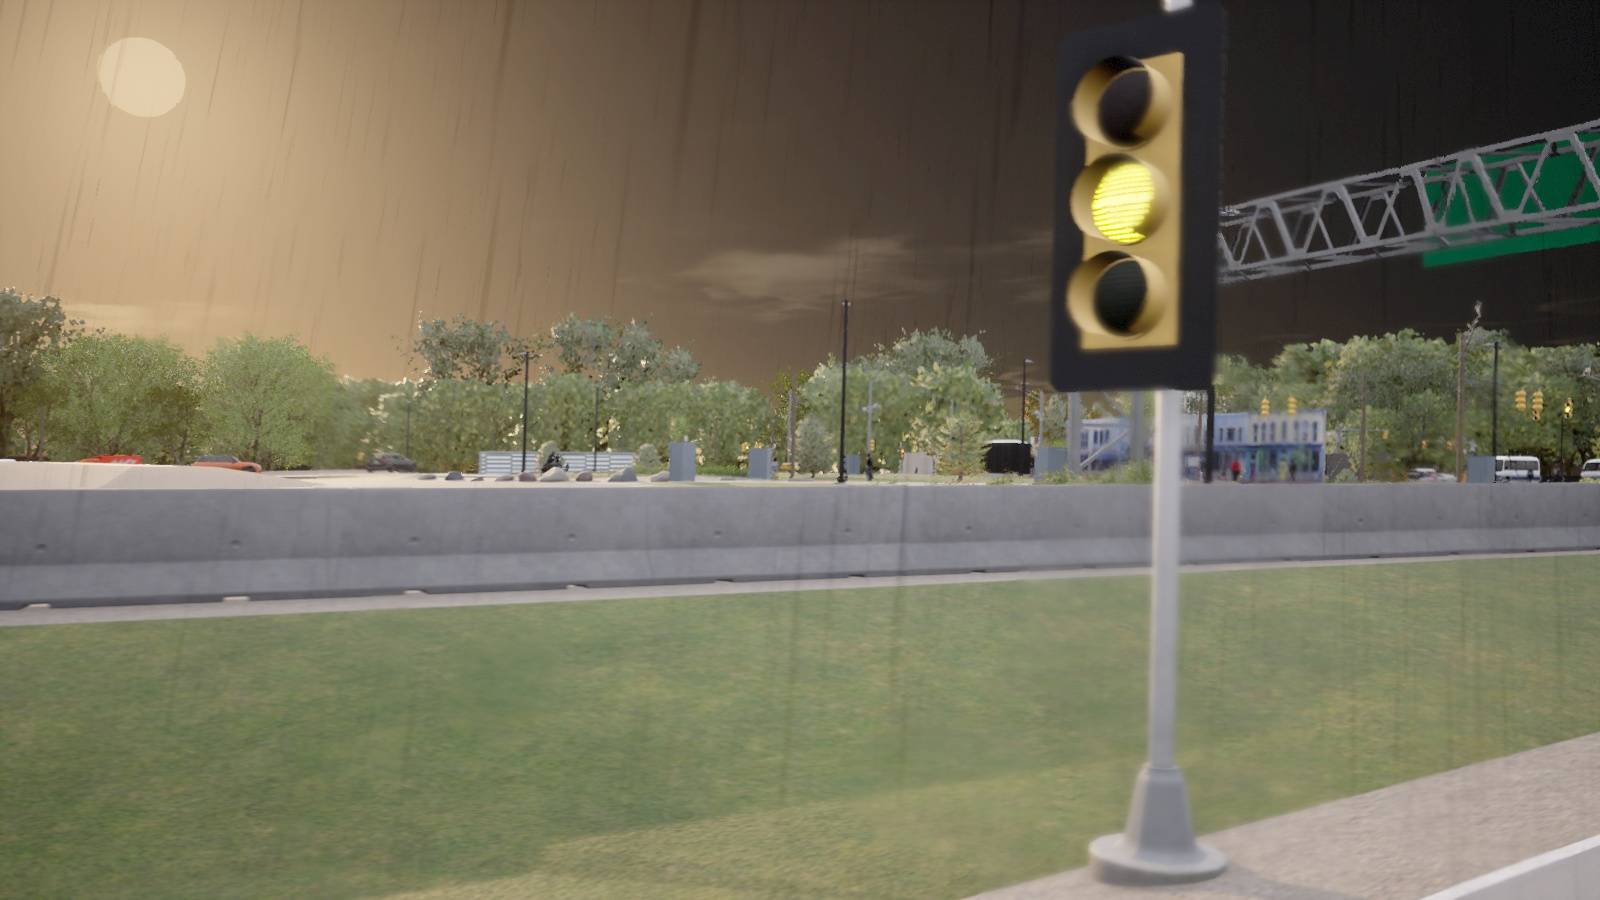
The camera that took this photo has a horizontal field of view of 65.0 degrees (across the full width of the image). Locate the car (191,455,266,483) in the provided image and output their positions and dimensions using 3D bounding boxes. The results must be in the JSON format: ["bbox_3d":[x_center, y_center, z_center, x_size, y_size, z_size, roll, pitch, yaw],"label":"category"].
[{"bbox_3d":[-39.434,1.289,86.730,4.553,1.767,2.097,-1,0,-20],"label":"car"}]
